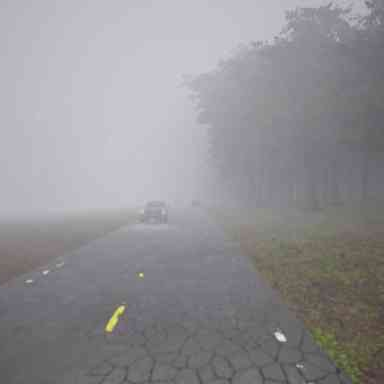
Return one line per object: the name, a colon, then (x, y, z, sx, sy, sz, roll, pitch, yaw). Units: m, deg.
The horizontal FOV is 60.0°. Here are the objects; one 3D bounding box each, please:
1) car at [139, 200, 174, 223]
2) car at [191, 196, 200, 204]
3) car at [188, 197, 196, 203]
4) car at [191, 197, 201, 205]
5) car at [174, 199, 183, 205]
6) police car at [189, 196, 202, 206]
car: (-2.845, 1.442, 26.233, 2.097, 1.767, 4.553, 0, 0, 0)
car: (0.827, 1.913, 77.051, 2.097, 1.767, 4.553, 0, -1, 0)
car: (0.004, 2.276, 95.568, 2.033, 1.411, 5.357, 0, -1, 0)
car: (0.828, 1.949, 71.077, 1.882, 1.535, 5.008, 0, -1, 0)
car: (-2.747, 2.012, 67.405, 1.895, 1.301, 4.718, 0, -1, 0)
police car: (0.828, 1.774, 61.185, 1.930, 1.638, 5.238, 0, -1, 0)
